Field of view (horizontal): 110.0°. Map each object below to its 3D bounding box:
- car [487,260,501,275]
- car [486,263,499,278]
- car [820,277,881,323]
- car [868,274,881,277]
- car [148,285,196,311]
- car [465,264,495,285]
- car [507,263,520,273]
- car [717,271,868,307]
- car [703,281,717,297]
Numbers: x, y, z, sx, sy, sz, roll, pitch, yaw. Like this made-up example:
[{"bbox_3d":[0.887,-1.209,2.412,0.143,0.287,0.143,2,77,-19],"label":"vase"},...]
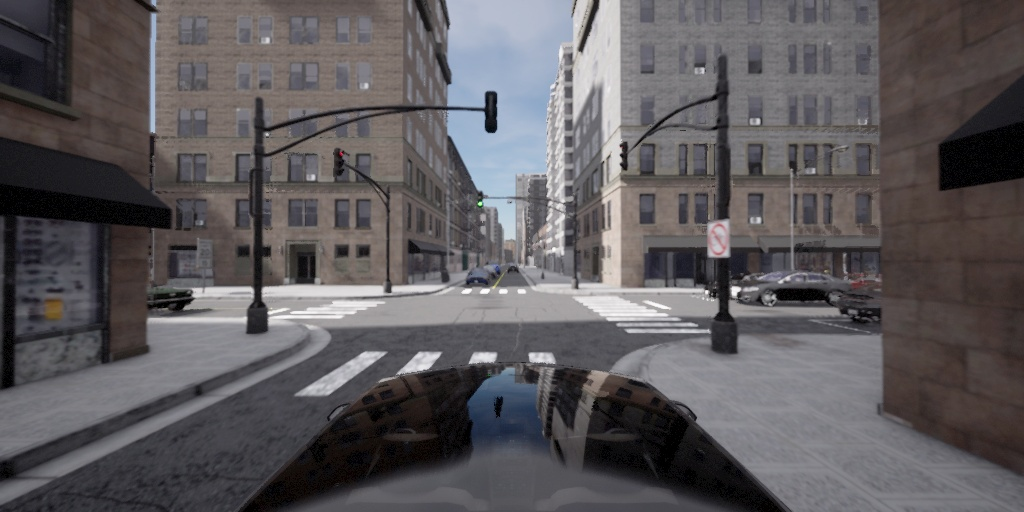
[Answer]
[{"bbox_3d":[-2.768,1.656,51.525,2.150,2.045,5.566,0,-1,0],"label":"car"},{"bbox_3d":[-2.791,1.811,41.189,1.812,1.442,4.674,0,-1,0],"label":"car"},{"bbox_3d":[12.399,1.442,10.753,4.403,1.370,2.007,0,0,0],"label":"car"},{"bbox_3d":[18.073,1.558,18.783,4.207,1.307,1.802,0,0,0],"label":"car"},{"bbox_3d":[-14.656,1.495,13.272,4.718,1.301,1.895,0,-1,3],"label":"car"},{"bbox_3d":[-2.808,1.688,30.901,2.033,1.411,5.357,0,-1,0],"label":"car"},{"bbox_3d":[0.182,2.049,58.880,1.837,1.490,4.892,0,-1,0],"label":"car"},{"bbox_3d":[12.496,1.438,16.249,4.902,1.511,2.128,0,-1,0],"label":"car"},{"bbox_3d":[12.391,1.537,18.778,4.313,1.339,1.948,0,0,0],"label":"car"}]
